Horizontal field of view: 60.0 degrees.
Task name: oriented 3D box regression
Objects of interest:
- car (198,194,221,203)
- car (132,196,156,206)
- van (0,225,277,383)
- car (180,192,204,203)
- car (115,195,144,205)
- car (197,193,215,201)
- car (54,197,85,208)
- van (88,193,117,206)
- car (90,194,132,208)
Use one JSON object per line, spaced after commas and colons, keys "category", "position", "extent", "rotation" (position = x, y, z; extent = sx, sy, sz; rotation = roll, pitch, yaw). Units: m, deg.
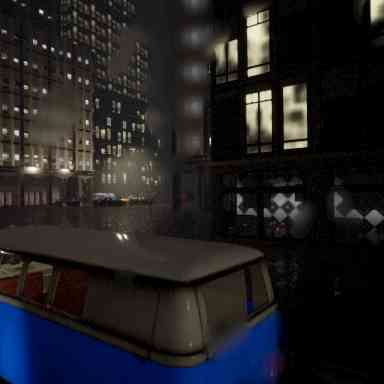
{"category": "car", "position": [3.218, 1.101, 59.252], "extent": [2.008, 1.369, 4.403], "rotation": [0, 0, 36]}
{"category": "car", "position": [-6.776, 1.230, 45.606], "extent": [2.008, 1.369, 4.403], "rotation": [0, 0, 36]}
{"category": "van", "position": [-1.082, 1.342, 3.663], "extent": [3.998, 1.788, 1.690], "rotation": [0, -1, 36]}
{"category": "car", "position": [-0.115, 0.909, 54.702], "extent": [2.192, 1.841, 5.009], "rotation": [0, 0, 36]}
{"category": "car", "position": [-10.327, 1.278, 54.939], "extent": [1.752, 1.417, 4.829], "rotation": [0, 0, 36]}
{"category": "car", "position": [3.104, 1.016, 73.278], "extent": [1.967, 1.590, 4.097], "rotation": [0, 0, 36]}
{"category": "car", "position": [-16.891, 1.403, 45.975], "extent": [1.947, 1.339, 4.313], "rotation": [0, 0, 36]}
{"category": "van", "position": [-13.560, 1.135, 50.525], "extent": [1.690, 1.788, 3.998], "rotation": [0, 0, 36]}
{"category": "car", "position": [-10.107, 1.267, 41.058], "extent": [1.887, 1.381, 4.507], "rotation": [0, 0, 36]}
